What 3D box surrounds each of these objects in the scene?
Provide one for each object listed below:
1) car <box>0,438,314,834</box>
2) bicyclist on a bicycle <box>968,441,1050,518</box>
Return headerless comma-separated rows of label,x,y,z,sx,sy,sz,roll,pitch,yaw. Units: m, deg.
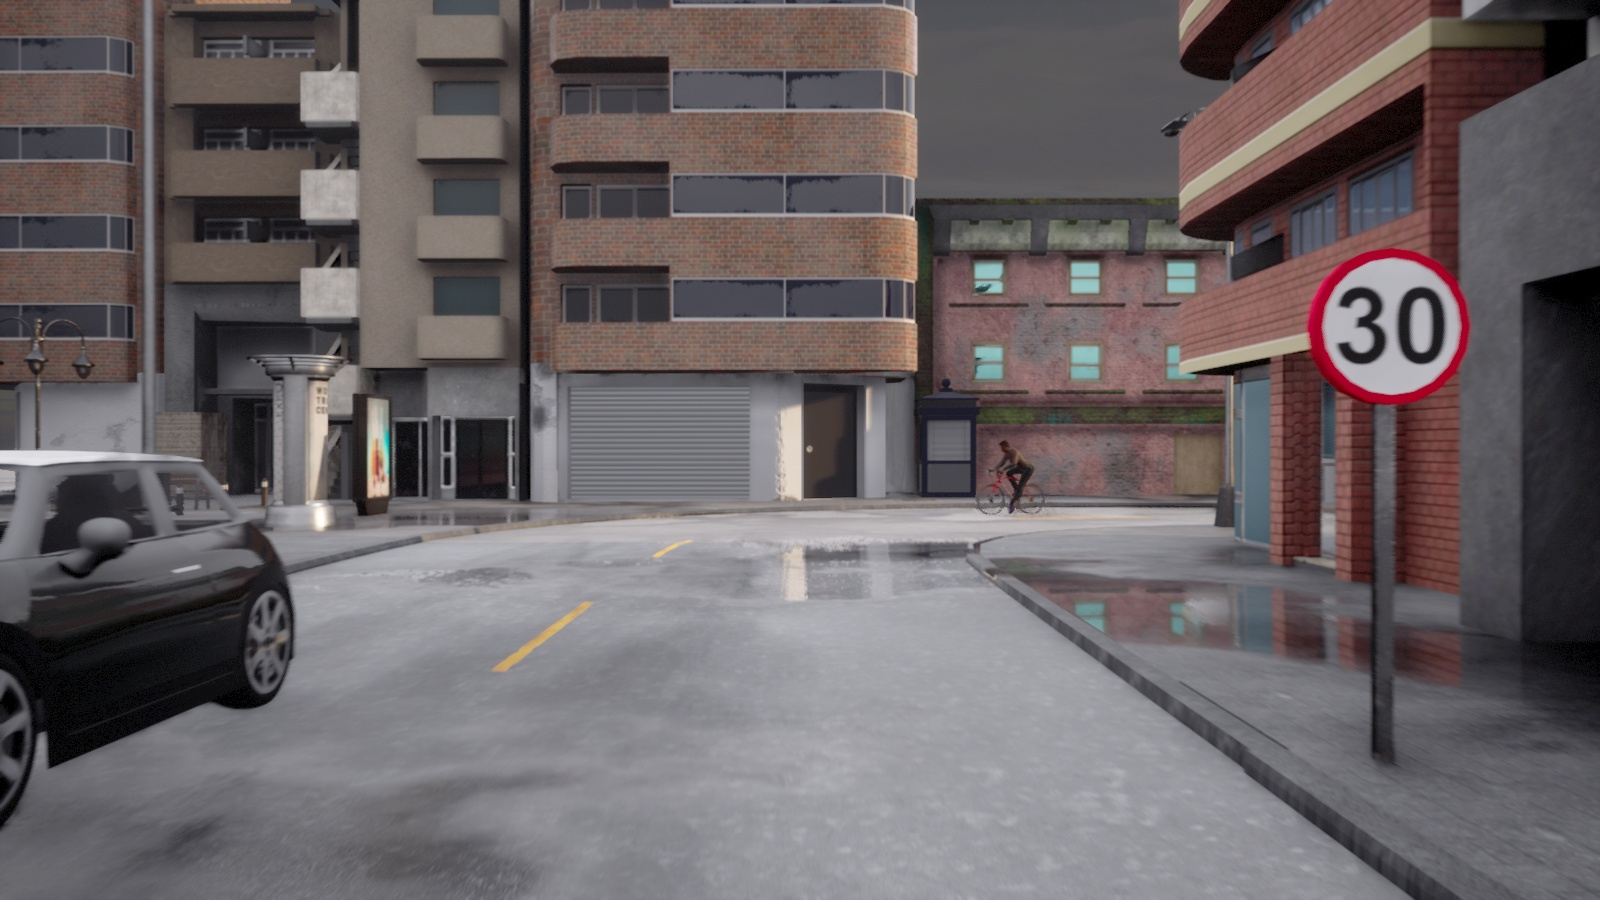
car,-3.952,0.690,5.715,1.970,1.475,3.806,0,0,1
bicyclist on a bicycle,4.482,0.615,26.986,1.656,1.620,0.582,0,1,-19
